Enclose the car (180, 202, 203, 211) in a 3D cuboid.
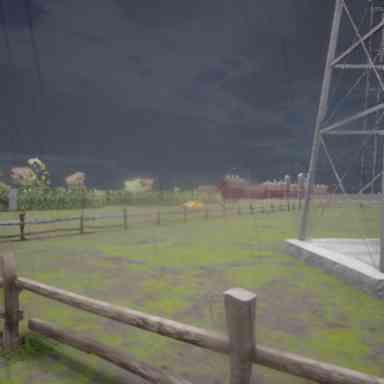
[{"bbox_3d":[-0.084,2.385,56.641,1.882,1.535,5.008,0,-1,34],"label":"car"}]
